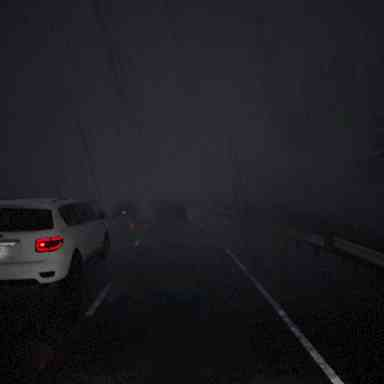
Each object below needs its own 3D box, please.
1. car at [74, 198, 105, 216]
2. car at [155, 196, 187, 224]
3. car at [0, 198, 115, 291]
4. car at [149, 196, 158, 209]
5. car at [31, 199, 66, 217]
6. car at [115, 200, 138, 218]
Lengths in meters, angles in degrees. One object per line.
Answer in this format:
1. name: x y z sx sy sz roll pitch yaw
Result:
1. car: -9.522 1.357 31.221 2.033 1.411 5.357 0 0 -9
2. car: -1.453 1.326 23.648 1.882 1.535 5.008 0 1 -6
3. car: -3.724 1.168 8.929 2.150 2.045 5.566 0 0 -3
4. car: -4.228 1.218 41.003 1.882 1.535 5.008 0 0 -11
5. car: -12.966 1.383 30.329 1.994 1.385 4.181 0 0 -9
6. car: -5.468 1.354 27.521 1.812 1.442 4.674 0 0 -8
